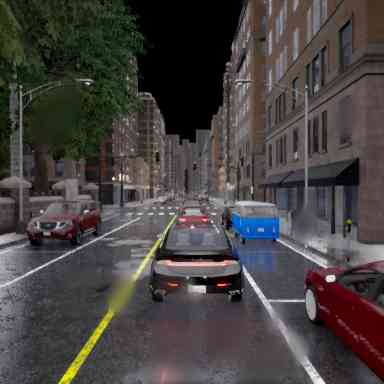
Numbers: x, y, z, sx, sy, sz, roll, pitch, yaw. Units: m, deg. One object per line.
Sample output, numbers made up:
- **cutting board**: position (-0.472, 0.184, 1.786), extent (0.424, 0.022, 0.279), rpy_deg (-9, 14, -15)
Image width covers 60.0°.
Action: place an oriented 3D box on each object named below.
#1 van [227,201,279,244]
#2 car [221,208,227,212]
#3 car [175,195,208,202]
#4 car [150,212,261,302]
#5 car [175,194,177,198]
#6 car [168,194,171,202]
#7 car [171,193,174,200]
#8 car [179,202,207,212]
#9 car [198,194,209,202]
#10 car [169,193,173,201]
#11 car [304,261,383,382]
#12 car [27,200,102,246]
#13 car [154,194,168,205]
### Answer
- **van**: position (2.851, 1.336, 15.557), extent (1.690, 1.788, 3.998), rpy_deg (0, 0, 0)
- **car**: position (2.850, 1.557, 21.217), extent (1.947, 1.339, 4.313), rpy_deg (0, 0, 0)
- **car**: position (0.040, 1.338, 27.465), extent (2.097, 1.767, 4.553), rpy_deg (0, 0, 2)
- **car**: position (0.098, 1.490, 8.245), extent (2.128, 1.511, 4.902), rpy_deg (0, 0, 0)
- **car**: position (-5.695, 1.496, 86.457), extent (2.008, 1.369, 4.403), rpy_deg (0, 0, 0)
- **car**: position (-5.688, 1.501, 64.653), extent (2.008, 1.369, 4.403), rpy_deg (0, 0, 0)
- **car**: position (-5.692, 1.491, 75.555), extent (1.887, 1.381, 4.507), rpy_deg (0, 0, 0)
- **car**: position (0.098, 1.519, 18.507), extent (1.812, 1.442, 4.674), rpy_deg (0, 0, 0)
- **car**: position (2.833, 1.386, 75.594), extent (1.967, 1.590, 4.097), rpy_deg (0, 0, 0)
- **car**: position (-5.690, 1.493, 70.105), extent (1.887, 1.381, 4.507), rpy_deg (0, 0, 0)
- **car**: position (2.854, 1.544, 4.236), extent (1.887, 1.381, 4.507), rpy_deg (0, 0, 0)
- **car**: position (-5.674, 1.310, 15.514), extent (2.192, 1.841, 5.009), rpy_deg (0, 0, 0)
- **car**: position (-5.687, 1.480, 59.033), extent (1.752, 1.417, 4.829), rpy_deg (0, 0, 0)
